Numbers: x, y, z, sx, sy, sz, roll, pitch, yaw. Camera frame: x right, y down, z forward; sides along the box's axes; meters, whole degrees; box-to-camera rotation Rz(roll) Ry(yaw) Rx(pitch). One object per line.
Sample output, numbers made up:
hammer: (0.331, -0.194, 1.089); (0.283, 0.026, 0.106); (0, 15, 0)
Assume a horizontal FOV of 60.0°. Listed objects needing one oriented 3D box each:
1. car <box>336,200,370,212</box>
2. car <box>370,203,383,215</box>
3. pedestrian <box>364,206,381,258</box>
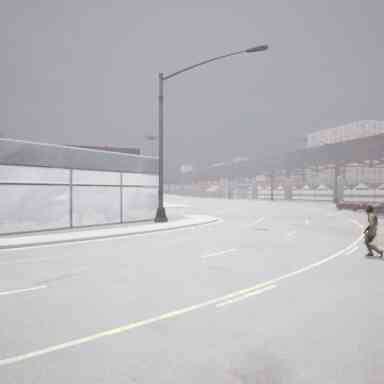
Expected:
car: (19.243, 1.601, 39.667); (1.895, 1.301, 4.718); (0, 0, -9)
car: (18.612, 1.526, 30.658); (1.812, 1.442, 4.674); (0, 0, 6)
pedestrian: (6.110, 1.294, 11.307); (0.375, 1.860, 0.375); (0, 0, 38)
